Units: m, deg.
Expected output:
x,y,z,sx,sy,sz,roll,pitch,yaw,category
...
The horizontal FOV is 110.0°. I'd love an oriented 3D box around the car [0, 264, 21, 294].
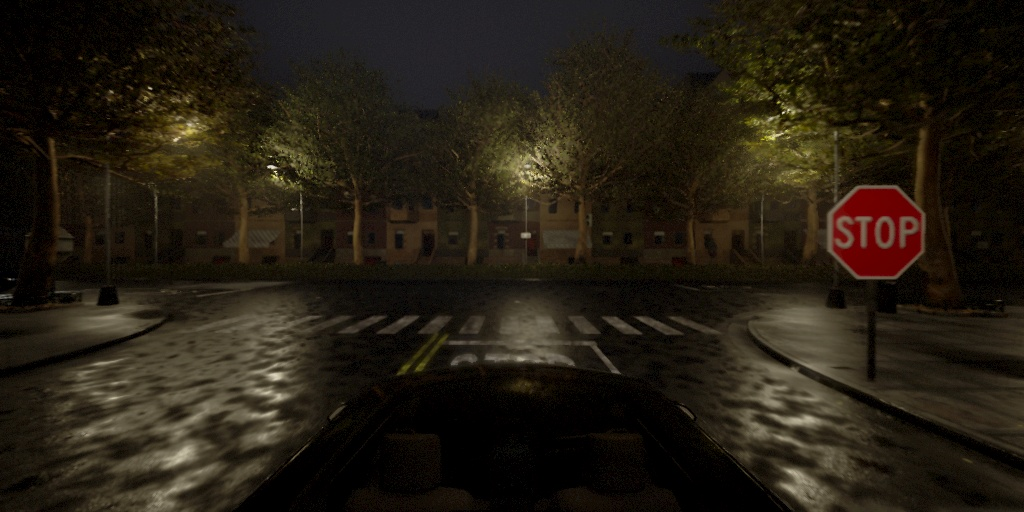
x,y,z,sx,sy,sz,roll,pitch,yaw,category
-26.623,1.115,18.364,4.674,1.442,1.812,0,0,1,car
